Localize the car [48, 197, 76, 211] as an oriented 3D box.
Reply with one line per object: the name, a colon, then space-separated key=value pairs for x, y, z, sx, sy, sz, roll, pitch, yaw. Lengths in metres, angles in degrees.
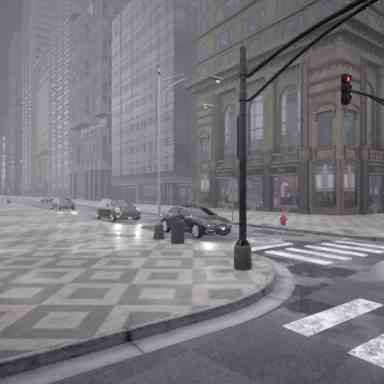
car: x=-14.934 y=1.391 z=38.567 sx=1.837 sy=1.490 sz=4.892 roll=0 pitch=0 yaw=-35

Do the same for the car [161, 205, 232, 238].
car: x=0.056 y=1.455 z=17.435 sx=1.837 sy=1.490 sz=4.892 roll=0 pitch=0 yaw=-35

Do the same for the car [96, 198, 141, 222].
car: x=-5.727 y=1.275 z=25.579 sx=2.097 sy=1.767 sz=4.553 roll=0 pitch=0 yaw=-35

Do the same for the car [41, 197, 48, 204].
car: x=-25.093 y=1.447 z=58.333 sx=1.895 sy=1.301 sz=4.718 roll=0 pitch=0 yaw=-36
